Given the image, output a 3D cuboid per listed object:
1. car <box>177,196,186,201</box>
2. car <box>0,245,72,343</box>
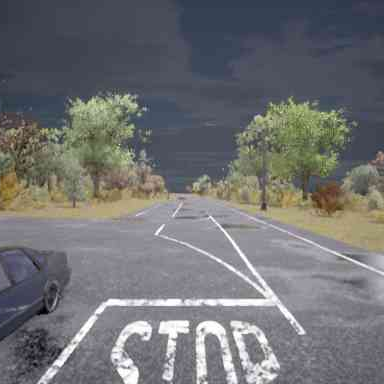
[{"bbox_3d":[-2.664,1.619,86.317,1.895,1.301,4.718,0,0,6],"label":"car"},{"bbox_3d":[-3.493,1.566,4.885,2.033,1.411,5.357,0,0,0],"label":"car"}]
